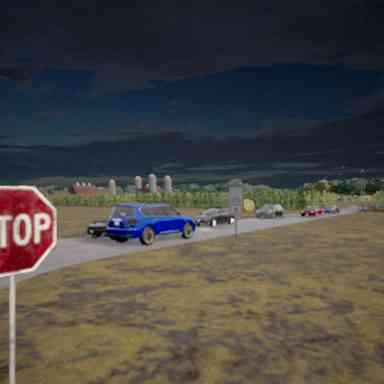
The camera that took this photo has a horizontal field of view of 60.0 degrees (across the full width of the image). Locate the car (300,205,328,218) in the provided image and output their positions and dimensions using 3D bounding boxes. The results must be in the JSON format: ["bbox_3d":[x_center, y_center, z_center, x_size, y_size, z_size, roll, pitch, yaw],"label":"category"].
[{"bbox_3d":[15.456,2.528,42.616,1.895,1.301,4.718,-1,-1,36],"label":"car"}]

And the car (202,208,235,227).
[{"bbox_3d":[1.938,2.132,28.647,1.837,1.490,4.892,-1,-1,36],"label":"car"}]

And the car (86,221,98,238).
[{"bbox_3d":[-4.052,1.928,20.183,1.882,1.535,5.008,0,-1,35],"label":"car"}]

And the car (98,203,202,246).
[{"bbox_3d":[-2.058,1.641,18.140,2.150,2.045,5.566,-1,-1,35],"label":"car"}]

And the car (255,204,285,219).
[{"bbox_3d":[9.114,2.186,38.689,2.097,1.767,4.553,-1,-1,36],"label":"car"}]

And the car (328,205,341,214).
[{"bbox_3d":[21.264,2.639,50.842,2.033,1.411,5.357,-1,-1,35],"label":"car"}]
